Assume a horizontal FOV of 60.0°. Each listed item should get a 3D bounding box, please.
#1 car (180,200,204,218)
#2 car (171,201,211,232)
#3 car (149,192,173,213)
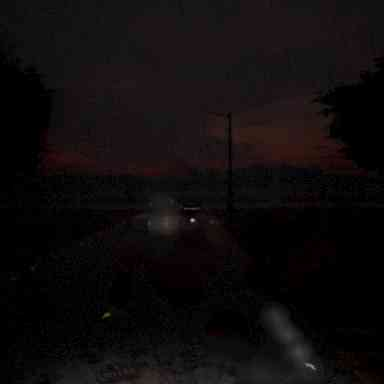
[{"bbox_3d":[-0.015,1.452,29.214,1.895,1.301,4.718,0,0,0],"label":"car"},{"bbox_3d":[0.036,1.452,19.374,1.994,1.385,4.181,0,0,0],"label":"car"},{"bbox_3d":[-3.105,1.050,34.547,2.150,2.045,5.566,0,0,0],"label":"car"}]
